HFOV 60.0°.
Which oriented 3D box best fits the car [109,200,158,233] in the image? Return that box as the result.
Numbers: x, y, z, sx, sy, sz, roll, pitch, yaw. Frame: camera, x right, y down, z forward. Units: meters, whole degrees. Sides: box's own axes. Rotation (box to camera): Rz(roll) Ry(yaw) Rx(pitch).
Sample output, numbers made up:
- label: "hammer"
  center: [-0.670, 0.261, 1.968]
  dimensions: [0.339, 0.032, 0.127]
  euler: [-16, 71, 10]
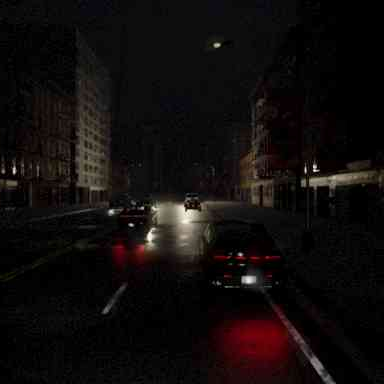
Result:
- label: "car"
  center: [-3.146, 1.484, 19.678]
  dimensions: [2.128, 1.511, 4.902]
  euler: [0, 0, 0]

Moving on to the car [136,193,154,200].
- label: "car"
  center: [-6.591, 1.214, 47.244]
  dimensions: [2.150, 2.045, 5.566]
  euler: [0, 0, 0]

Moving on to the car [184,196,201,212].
- label: "car"
  center: [0.092, 1.539, 38.012]
  dimensions: [2.033, 1.411, 5.357]
  euler: [0, 0, -1]

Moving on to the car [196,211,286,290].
- label: "car"
  center: [1.139, 1.501, 9.055]
  dimensions: [1.837, 1.490, 4.892]
  euler: [0, 0, 0]

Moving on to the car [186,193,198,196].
- label: "car"
  center: [0.006, 1.214, 48.712]
  dimensions: [2.150, 2.045, 5.566]
  euler: [0, 0, 0]

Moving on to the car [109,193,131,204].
- label: "car"
  center: [-9.842, 1.214, 45.861]
  dimensions: [2.150, 2.045, 5.566]
  euler: [0, 0, 0]
